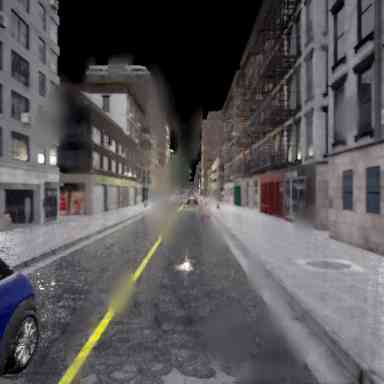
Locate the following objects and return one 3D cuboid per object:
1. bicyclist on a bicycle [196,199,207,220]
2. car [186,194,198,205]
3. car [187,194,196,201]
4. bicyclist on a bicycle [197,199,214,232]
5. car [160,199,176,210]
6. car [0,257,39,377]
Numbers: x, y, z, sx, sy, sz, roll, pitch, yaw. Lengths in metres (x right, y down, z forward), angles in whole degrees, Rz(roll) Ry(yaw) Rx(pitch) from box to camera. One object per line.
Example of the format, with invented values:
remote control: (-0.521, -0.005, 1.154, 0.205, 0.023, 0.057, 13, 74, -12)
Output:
bicyclist on a bicycle: (0.808, 1.418, 27.562, 0.866, 1.612, 1.509, 0, 0, 0)
car: (0.045, 1.487, 58.009, 1.812, 1.442, 4.674, 0, 0, 0)
car: (-0.010, 1.290, 79.820, 2.097, 1.767, 4.553, 0, 0, 0)
bicyclist on a bicycle: (0.836, 1.421, 18.886, 0.866, 1.612, 1.509, 0, 3, 0)
car: (-3.087, 1.572, 43.189, 1.895, 1.301, 4.718, 0, 0, 0)
car: (-3.100, 1.350, 2.553, 2.097, 1.767, 4.553, 0, 0, 0)
